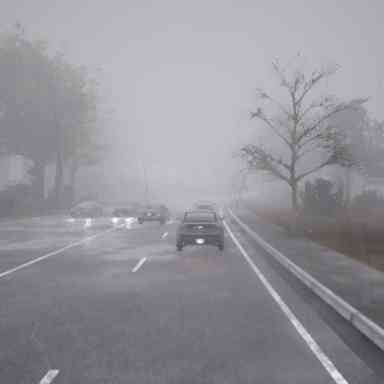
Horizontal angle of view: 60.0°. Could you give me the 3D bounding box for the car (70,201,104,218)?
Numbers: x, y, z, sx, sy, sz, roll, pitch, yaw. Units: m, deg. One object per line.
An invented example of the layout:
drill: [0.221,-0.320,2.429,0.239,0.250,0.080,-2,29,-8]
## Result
car: [-9.576,1.528,30.762,1.812,1.442,4.674,0,0,4]

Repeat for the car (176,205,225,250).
car: [0.364,1.510,14.364,1.837,1.490,4.892,0,0,2]

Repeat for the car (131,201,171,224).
car: [-2.724,1.553,24.754,2.033,1.411,5.357,0,0,3]

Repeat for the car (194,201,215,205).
car: [1.175,1.537,31.295,1.812,1.442,4.674,0,0,4]

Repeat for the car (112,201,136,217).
car: [-6.019,1.553,31.748,2.033,1.411,5.357,0,0,4]
